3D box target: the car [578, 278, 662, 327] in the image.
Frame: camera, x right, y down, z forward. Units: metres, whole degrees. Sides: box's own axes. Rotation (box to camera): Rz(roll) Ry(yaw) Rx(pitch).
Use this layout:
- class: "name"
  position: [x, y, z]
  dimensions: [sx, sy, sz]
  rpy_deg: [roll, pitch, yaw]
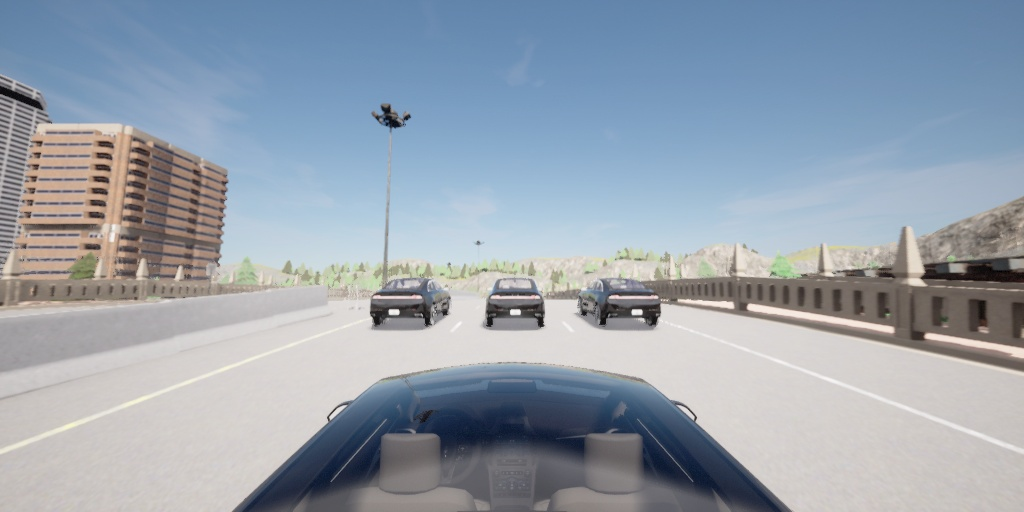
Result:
- class: "car"
  position: [3.603, 1.531, 12.750]
  dimensions: [2.128, 1.511, 4.902]
  rpy_deg: [0, -3, 0]

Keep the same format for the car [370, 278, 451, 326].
- class: "car"
  position: [-3.398, 1.532, 12.766]
  dimensions: [2.128, 1.511, 4.902]
  rpy_deg: [0, -3, 0]

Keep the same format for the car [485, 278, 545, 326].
- class: "car"
  position: [0.103, 1.531, 12.757]
  dimensions: [2.128, 1.511, 4.902]
  rpy_deg: [0, -3, 0]
